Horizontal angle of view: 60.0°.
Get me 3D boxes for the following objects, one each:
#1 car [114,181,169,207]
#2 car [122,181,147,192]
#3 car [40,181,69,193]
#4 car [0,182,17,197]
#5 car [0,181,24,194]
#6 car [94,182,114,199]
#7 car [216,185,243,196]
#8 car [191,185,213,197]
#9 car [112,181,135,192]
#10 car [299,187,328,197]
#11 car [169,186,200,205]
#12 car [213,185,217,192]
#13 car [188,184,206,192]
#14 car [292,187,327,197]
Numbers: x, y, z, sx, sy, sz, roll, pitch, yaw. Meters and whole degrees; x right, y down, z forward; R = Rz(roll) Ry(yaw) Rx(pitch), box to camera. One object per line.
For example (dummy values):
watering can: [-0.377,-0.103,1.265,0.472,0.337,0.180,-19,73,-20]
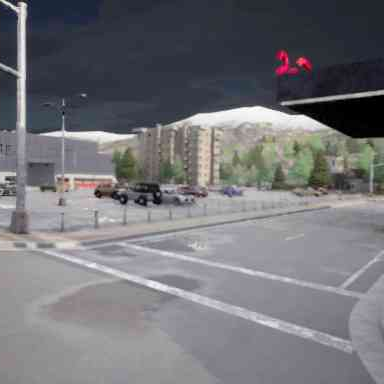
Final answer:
car: [-4.202,0.163,27.516,3.866,1.878,1.905,3,2,38]
car: [-10.495,-1.011,60.791,4.605,1.855,1.932,3,2,38]
car: [-19.951,-0.766,48.254,5.027,1.636,2.152,3,2,38]
car: [-20.466,-0.238,35.786,4.514,1.523,2.007,3,2,38]
car: [-23.697,-0.605,43.034,3.806,1.475,1.970,3,2,38]
car: [-8.309,-0.144,34.983,4.605,1.855,1.932,3,2,38]
car: [6.256,-0.142,52.084,3.633,1.501,1.845,3,2,38]
car: [0.000,-0.055,44.292,4.514,1.523,2.007,3,2,38]
car: [-11.982,-0.984,58.261,3.866,1.878,1.905,3,2,38]
car: [21.547,-0.005,59.065,4.514,1.523,2.007,3,2,38]
car: [-1.660,0.433,29.746,3.806,1.475,1.970,3,2,38]
car: [5.127,-0.617,68.306,3.806,1.475,1.970,3,2,38]
car: [1.179,-0.935,75.253,3.633,1.501,1.845,3,2,38]
car: [19.635,0.022,56.578,5.027,1.636,2.152,3,2,38]
